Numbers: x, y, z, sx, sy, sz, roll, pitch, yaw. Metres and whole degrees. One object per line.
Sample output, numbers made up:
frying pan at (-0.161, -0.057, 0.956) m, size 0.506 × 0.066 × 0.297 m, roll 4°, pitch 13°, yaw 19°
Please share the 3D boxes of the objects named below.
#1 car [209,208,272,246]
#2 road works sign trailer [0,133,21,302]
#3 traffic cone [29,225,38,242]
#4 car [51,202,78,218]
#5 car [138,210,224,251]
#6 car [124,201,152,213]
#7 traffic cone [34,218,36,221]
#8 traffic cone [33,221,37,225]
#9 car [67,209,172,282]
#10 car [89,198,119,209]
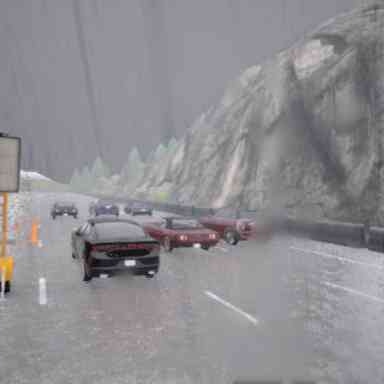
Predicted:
car at (2.009, 1.576, 17.012) m, size 2.097 × 1.767 × 4.553 m, roll 2°, pitch 0°, yaw -25°
road works sign trailer at (-5.271, 0.384, 7.570) m, size 2.380 × 3.560 × 2.880 m, roll 2°, pitch -1°, yaw -25°
traffic cone at (-6.908, 1.880, 14.543) m, size 0.340 × 0.580 × 0.340 m, roll 2°, pitch 0°, yaw -25°
car at (-10.725, 1.457, 27.825) m, size 1.895 × 1.301 × 4.718 m, roll 2°, pitch 0°, yaw -25°
car at (-0.728, 1.721, 14.581) m, size 1.895 × 1.301 × 4.718 m, roll 2°, pitch -1°, yaw -25°
car at (-5.383, 1.611, 32.940) m, size 1.994 × 1.385 × 4.181 m, roll 2°, pitch 0°, yaw -25°
traffic cone at (-8.591, 1.847, 18.172) m, size 0.340 × 0.580 × 0.340 m, roll 2°, pitch 0°, yaw -25°
traffic cone at (-7.749, 1.863, 16.357) m, size 0.340 × 0.580 × 0.340 m, roll 2°, pitch 0°, yaw -25°
car at (-2.493, 1.505, 10.082) m, size 1.882 × 1.535 × 5.008 m, roll 2°, pitch -1°, yaw -25°
car at (-8.109, 1.302, 30.519) m, size 2.097 × 1.767 × 4.553 m, roll 2°, pitch 0°, yaw -25°
